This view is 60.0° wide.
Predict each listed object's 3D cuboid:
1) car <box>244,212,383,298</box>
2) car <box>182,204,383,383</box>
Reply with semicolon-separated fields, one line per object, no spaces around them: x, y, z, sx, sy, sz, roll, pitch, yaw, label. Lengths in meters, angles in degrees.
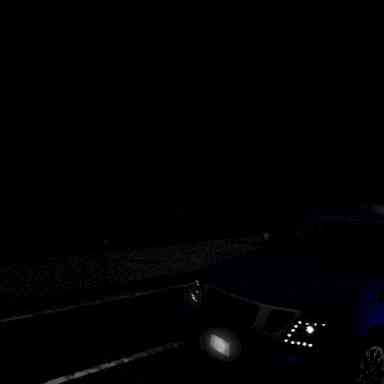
3.591;1.467;9.090;4.097;1.590;1.967;0;0;-35;car
2.527;1.237;5.065;5.566;2.045;2.150;0;0;-36;car
